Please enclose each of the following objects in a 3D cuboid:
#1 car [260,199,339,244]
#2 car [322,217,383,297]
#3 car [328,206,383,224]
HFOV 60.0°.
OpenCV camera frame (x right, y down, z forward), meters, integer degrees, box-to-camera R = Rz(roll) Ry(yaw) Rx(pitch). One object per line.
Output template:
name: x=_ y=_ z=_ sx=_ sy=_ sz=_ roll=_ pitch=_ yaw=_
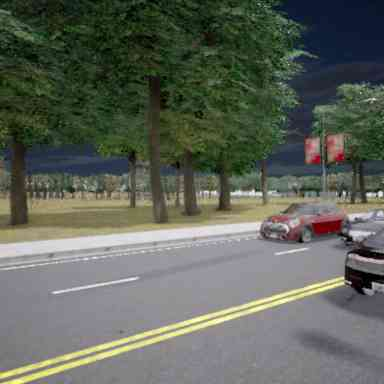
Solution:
car: x=5.260 y=1.247 z=15.306 sx=4.553 sy=1.767 sz=2.097 roll=-1 pitch=0 yaw=-35
car: x=5.245 y=1.424 z=7.175 sx=4.902 sy=1.511 sz=2.128 roll=-1 pitch=0 yaw=-35
car: x=7.839 y=1.389 z=13.139 sx=4.902 sy=1.511 sz=2.128 roll=0 pitch=0 yaw=-35
